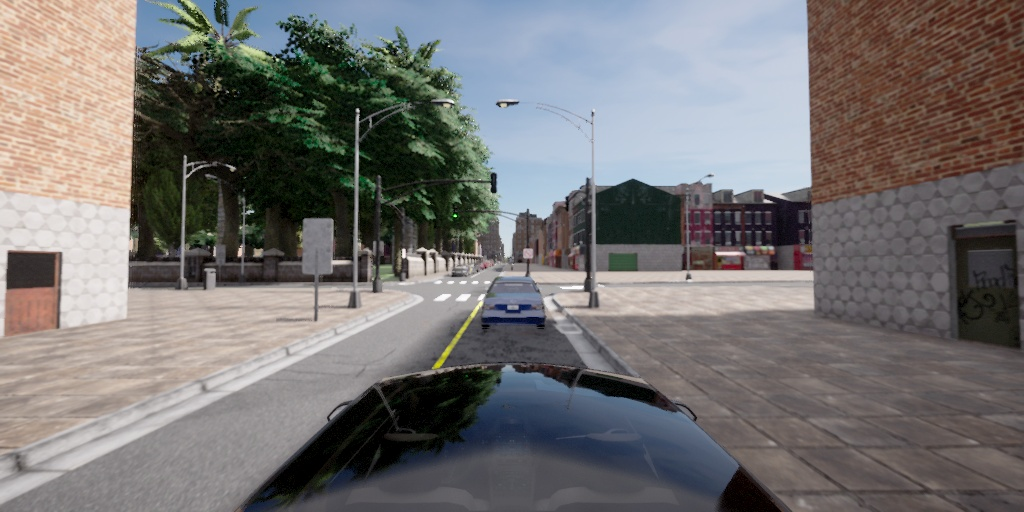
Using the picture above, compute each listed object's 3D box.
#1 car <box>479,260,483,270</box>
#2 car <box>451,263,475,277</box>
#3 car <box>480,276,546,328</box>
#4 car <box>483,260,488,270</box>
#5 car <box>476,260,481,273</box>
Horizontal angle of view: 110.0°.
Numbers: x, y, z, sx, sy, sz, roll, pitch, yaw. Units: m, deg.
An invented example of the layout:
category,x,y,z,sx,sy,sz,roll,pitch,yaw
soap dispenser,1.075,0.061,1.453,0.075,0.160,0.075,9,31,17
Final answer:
category,x,y,z,sx,sy,sz,roll,pitch,yaw
car,-5.594,1.657,51.436,1.948,1.339,4.313,0,0,0
car,-5.522,1.547,38.851,2.007,1.370,4.403,0,0,0
car,0.046,1.358,11.590,2.033,1.411,5.357,0,0,0
car,-5.680,1.766,62.335,1.802,1.307,4.207,0,0,0
car,-5.551,1.600,45.987,2.007,1.370,4.403,0,0,0
